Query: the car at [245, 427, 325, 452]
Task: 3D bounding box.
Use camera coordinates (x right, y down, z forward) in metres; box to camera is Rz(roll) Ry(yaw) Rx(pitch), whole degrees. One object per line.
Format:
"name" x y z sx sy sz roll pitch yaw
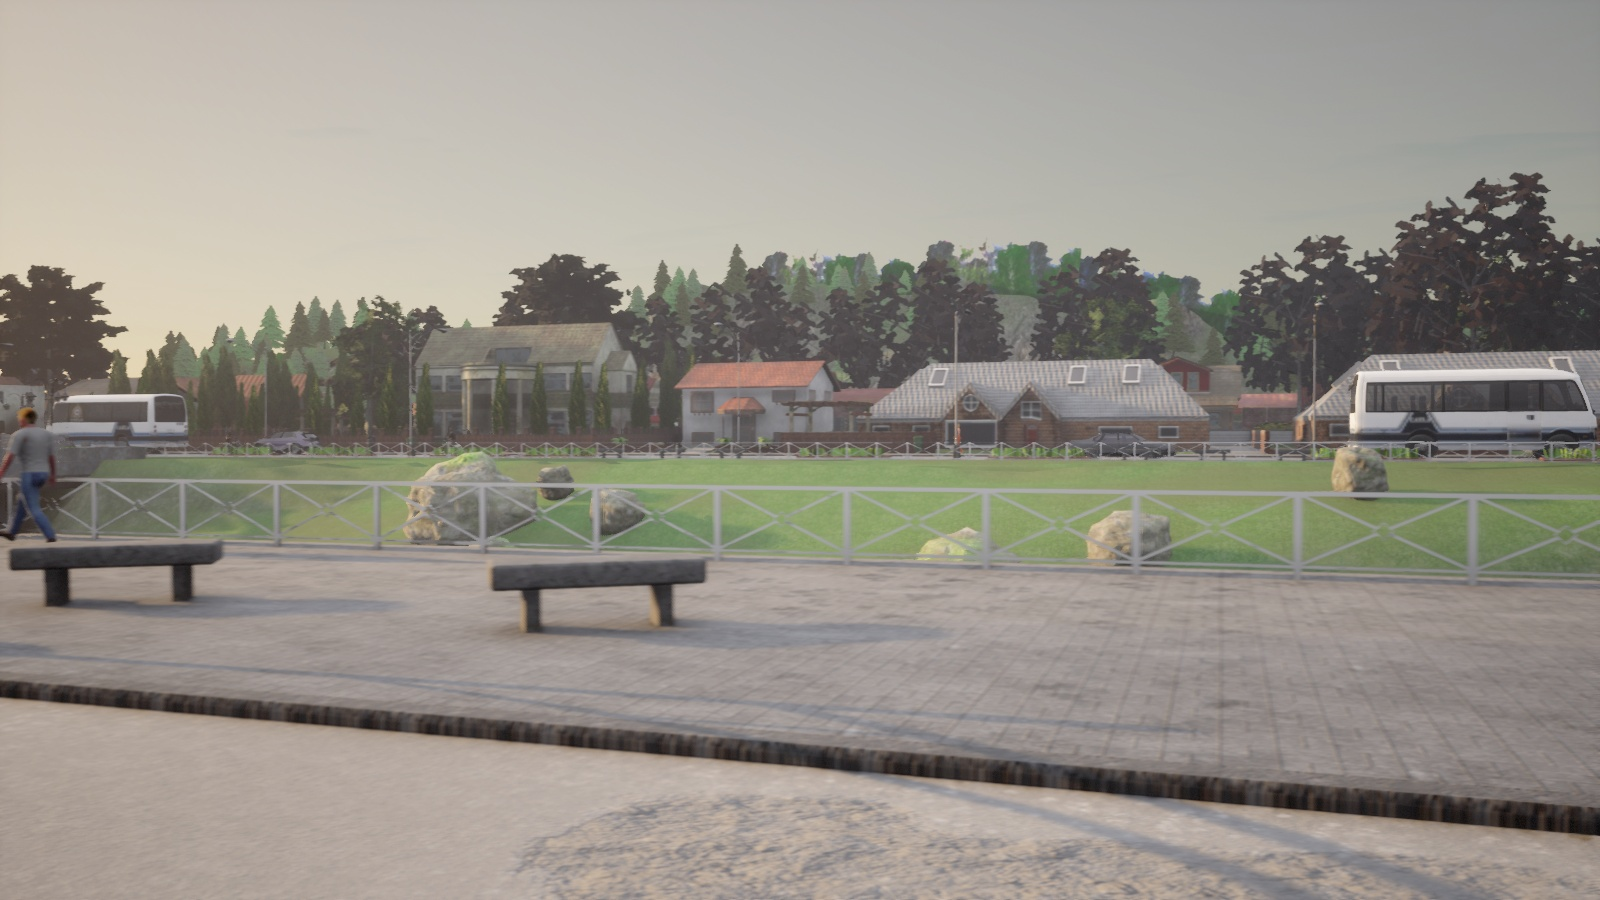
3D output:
"car" -34.721 -0.730 84.680 4.856 1.649 2.033 1 1 19

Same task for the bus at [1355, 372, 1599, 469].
"bus" 31.514 -1.362 58.140 10.273 4.253 3.944 1 1 19

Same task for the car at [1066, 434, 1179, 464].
"car" 16.255 -0.078 63.299 5.357 1.411 2.033 1 1 19

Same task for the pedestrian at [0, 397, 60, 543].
"pedestrian" -9.892 0.242 16.039 0.706 1.836 0.354 0 1 17
